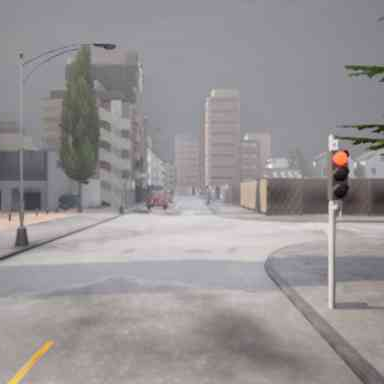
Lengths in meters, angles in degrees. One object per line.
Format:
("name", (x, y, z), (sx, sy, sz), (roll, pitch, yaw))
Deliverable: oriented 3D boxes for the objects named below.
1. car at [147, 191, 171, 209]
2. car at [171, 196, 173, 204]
("car", (-4.081, 0.952, 40.193), (2.150, 2.045, 5.566), (0, 0, 0))
("car", (-4.048, 1.148, 53.615), (1.837, 1.490, 4.892), (0, 0, 1))
